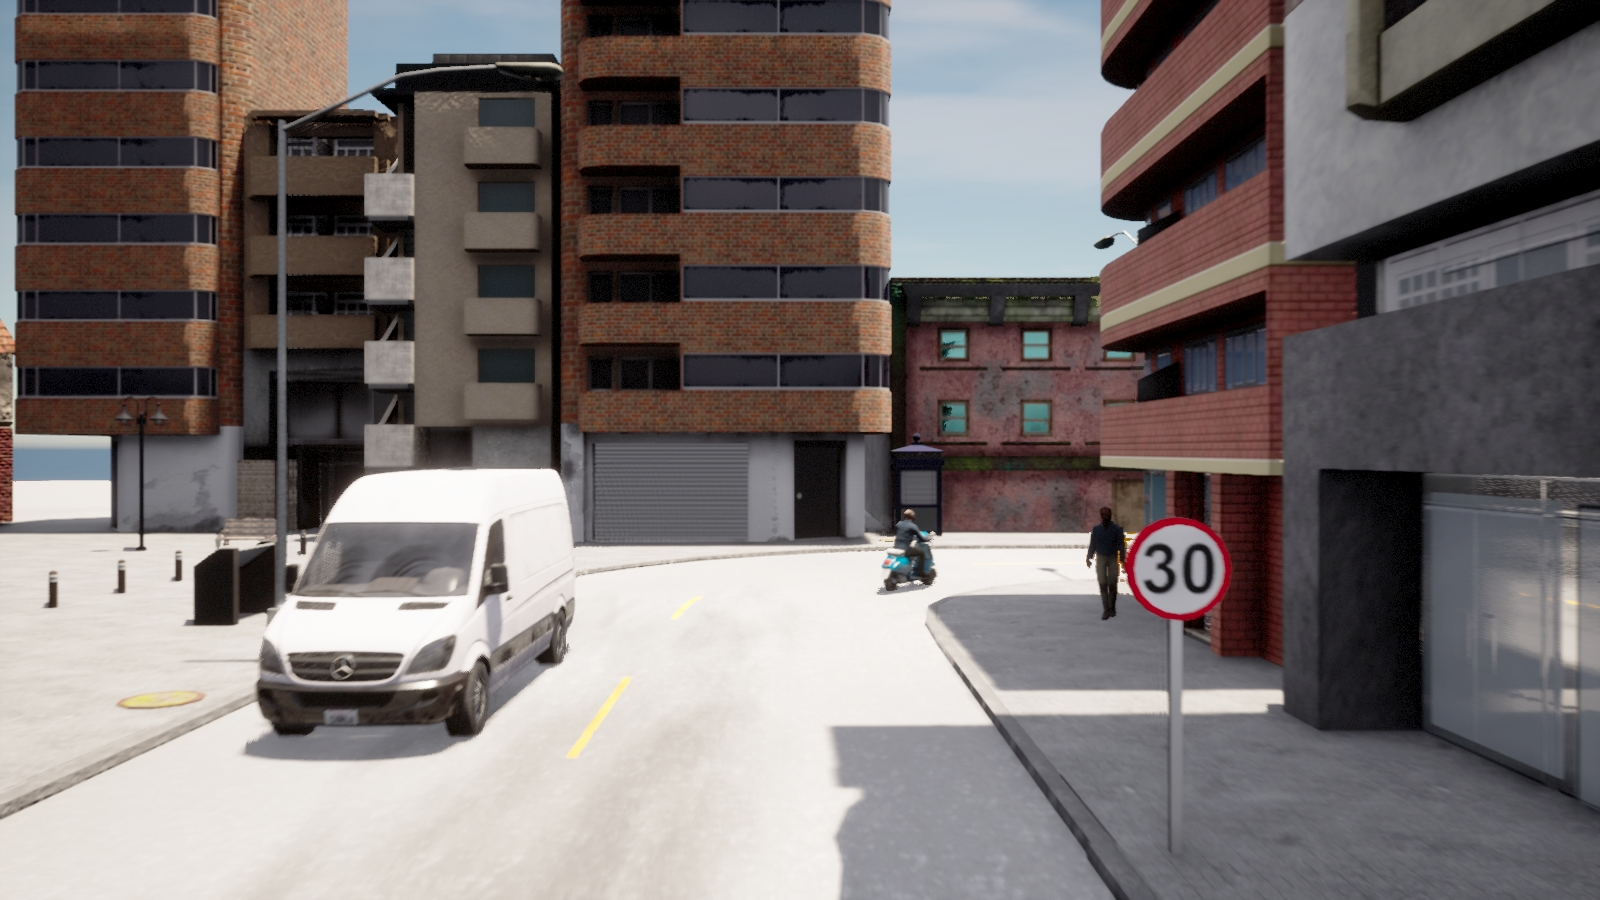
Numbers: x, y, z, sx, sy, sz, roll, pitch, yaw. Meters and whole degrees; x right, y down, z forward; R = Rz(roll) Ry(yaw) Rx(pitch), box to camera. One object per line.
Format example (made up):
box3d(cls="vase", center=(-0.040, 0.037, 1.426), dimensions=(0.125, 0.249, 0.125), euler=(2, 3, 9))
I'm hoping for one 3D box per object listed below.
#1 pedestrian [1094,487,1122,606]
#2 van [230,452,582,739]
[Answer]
box3d(cls="pedestrian", center=(4.906, 1.524, 18.194), dimensions=(0.375, 1.860, 0.375), euler=(0, 0, 23))
box3d(cls="van", center=(-4.107, 1.314, 13.222), dimensions=(1.988, 2.561, 5.915), euler=(0, 0, 0))
